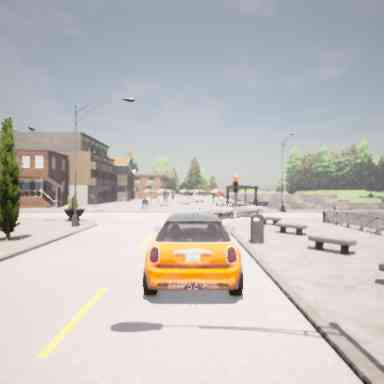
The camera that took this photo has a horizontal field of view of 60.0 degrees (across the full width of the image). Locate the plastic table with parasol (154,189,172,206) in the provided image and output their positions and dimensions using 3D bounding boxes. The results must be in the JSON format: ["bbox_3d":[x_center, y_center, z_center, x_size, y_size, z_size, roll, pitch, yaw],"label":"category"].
[{"bbox_3d":[-4.250,0.765,48.704,2.482,2.480,2.482,0,0,0],"label":"plastic table with parasol"}]

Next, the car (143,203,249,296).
[{"bbox_3d":[0.038,1.323,8.746,2.097,1.767,4.553,0,0,1],"label":"car"}]

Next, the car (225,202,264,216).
[{"bbox_3d":[3.956,1.507,28.429,4.718,1.301,1.895,0,0,-33],"label":"car"}]

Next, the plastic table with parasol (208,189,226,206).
[{"bbox_3d":[3.570,0.767,47.956,2.482,2.480,2.482,0,0,0],"label":"plastic table with parasol"}]
